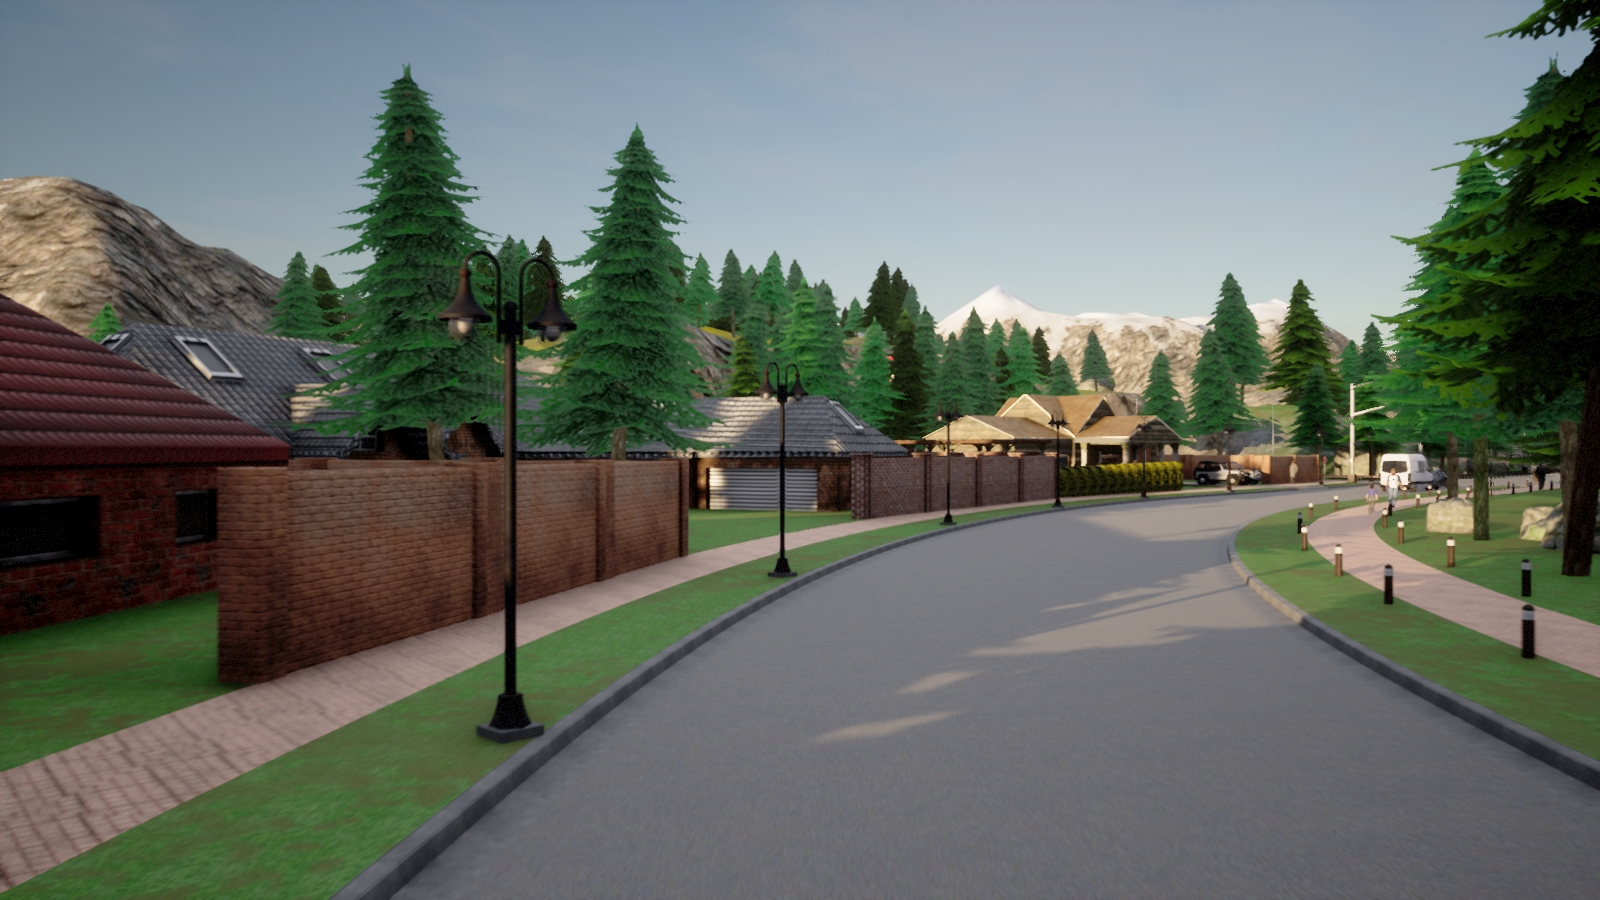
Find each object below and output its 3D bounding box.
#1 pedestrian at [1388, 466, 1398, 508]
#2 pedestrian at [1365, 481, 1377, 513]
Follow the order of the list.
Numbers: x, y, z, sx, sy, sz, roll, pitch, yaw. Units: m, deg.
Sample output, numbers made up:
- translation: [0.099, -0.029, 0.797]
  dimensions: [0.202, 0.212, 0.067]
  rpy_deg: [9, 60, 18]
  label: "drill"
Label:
- translation: [26.701, 1.667, 51.435]
  dimensions: [0.375, 1.860, 0.375]
  rpy_deg: [0, 0, 35]
  label: "pedestrian"
- translation: [23.691, 1.946, 47.410]
  dimensions: [0.375, 1.300, 0.375]
  rpy_deg: [0, 0, 35]
  label: "pedestrian"
